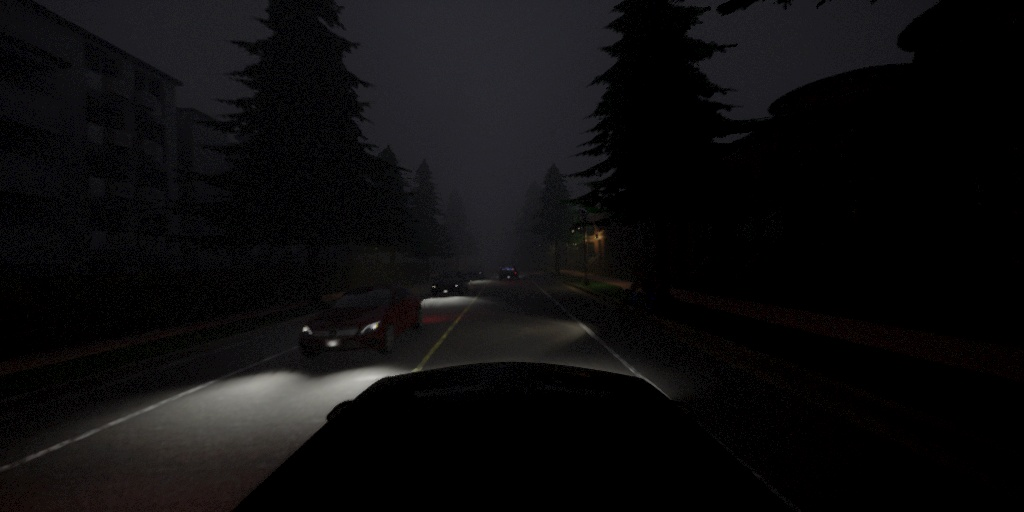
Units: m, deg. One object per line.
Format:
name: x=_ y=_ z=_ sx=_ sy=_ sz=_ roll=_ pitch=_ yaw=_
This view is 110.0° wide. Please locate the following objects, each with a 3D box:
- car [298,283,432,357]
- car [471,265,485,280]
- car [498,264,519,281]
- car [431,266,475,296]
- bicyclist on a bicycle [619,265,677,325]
car: x=-3.638 y=1.494 z=9.507 sx=1.812 sy=1.442 sz=4.674 roll=-2 pitch=0 yaw=-1
car: x=-3.927 y=1.703 z=38.516 sx=1.882 sy=1.535 sz=5.008 roll=-2 pitch=-1 yaw=-1
car: x=-0.319 y=1.642 z=34.681 sx=1.895 sy=1.301 sz=4.718 roll=-2 pitch=0 yaw=0
car: x=-3.813 y=1.636 z=22.893 sx=2.033 sy=1.411 sz=5.357 roll=-2 pitch=0 yaw=-1
bicyclist on a bicycle: x=3.712 y=1.038 z=10.025 sx=1.656 sy=1.620 sz=0.582 roll=-12 pitch=0 yaw=-1
